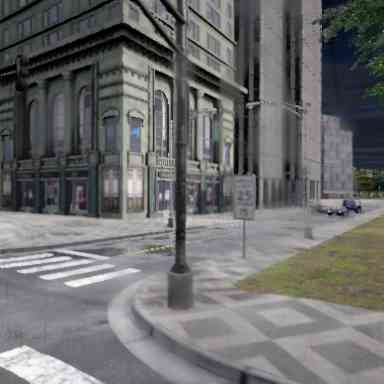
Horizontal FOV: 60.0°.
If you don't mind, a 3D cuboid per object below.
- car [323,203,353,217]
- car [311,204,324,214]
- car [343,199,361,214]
[{"bbox_3d":[18.159,2.389,41.231,1.895,1.301,4.718,0,-1,35],"label":"car"},{"bbox_3d":[18.047,2.390,46.528,1.994,1.385,4.181,0,0,34],"label":"car"},{"bbox_3d":[23.807,2.131,49.704,2.150,2.045,5.566,0,0,34],"label":"car"}]
